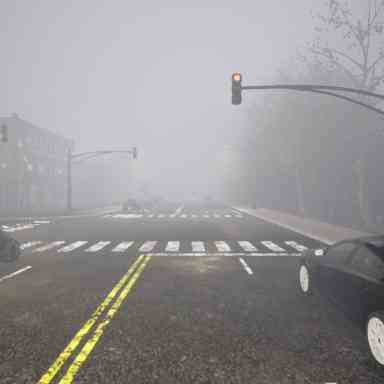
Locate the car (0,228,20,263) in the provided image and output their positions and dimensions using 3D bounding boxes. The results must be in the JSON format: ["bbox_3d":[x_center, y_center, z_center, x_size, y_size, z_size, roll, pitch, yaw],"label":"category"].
[{"bbox_3d":[-6.590,1.562,9.162,1.994,1.385,4.181,0,0,-1],"label":"car"}]

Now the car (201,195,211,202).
[{"bbox_3d":[3.270,1.494,79.178,2.128,1.511,4.902,0,0,0],"label":"car"}]

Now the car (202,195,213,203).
[{"bbox_3d":[3.370,1.480,68.989,1.837,1.490,4.892,0,0,0],"label":"car"}]

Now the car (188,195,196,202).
[{"bbox_3d":[0.021,1.509,79.299,2.033,1.411,5.357,0,0,0],"label":"car"}]

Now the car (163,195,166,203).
[{"bbox_3d":[-6.509,1.328,66.725,2.097,1.767,4.553,0,0,0],"label":"car"}]

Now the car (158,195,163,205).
[{"bbox_3d":[-6.569,1.458,56.646,1.882,1.535,5.008,0,0,0],"label":"car"}]

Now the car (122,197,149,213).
[{"bbox_3d":[-6.581,1.481,37.613,2.128,1.511,4.902,0,0,0],"label":"car"}]

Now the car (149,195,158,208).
[{"bbox_3d":[-6.577,1.476,47.071,2.128,1.511,4.902,0,0,0],"label":"car"}]

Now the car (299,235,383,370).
[{"bbox_3d":[3.344,1.477,5.663,1.882,1.535,5.008,0,0,1],"label":"car"}]

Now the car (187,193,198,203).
[{"bbox_3d":[0.116,1.199,68.379,2.150,2.045,5.566,0,0,0],"label":"car"}]
